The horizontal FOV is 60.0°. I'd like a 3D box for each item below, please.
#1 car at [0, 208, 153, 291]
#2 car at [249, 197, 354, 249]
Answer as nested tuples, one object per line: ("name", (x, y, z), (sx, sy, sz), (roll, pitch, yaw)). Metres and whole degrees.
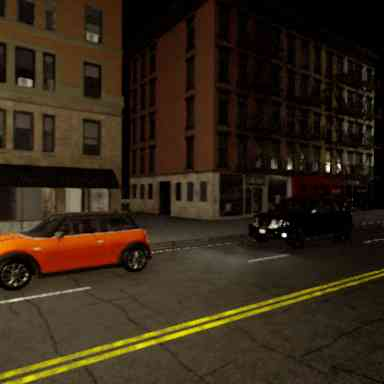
("car", (-3.440, 1.358, 9.176), (4.553, 1.767, 2.097), (0, 0, -35))
("car", (5.127, 1.255, 15.199), (5.566, 2.045, 2.150), (0, 0, -35))
